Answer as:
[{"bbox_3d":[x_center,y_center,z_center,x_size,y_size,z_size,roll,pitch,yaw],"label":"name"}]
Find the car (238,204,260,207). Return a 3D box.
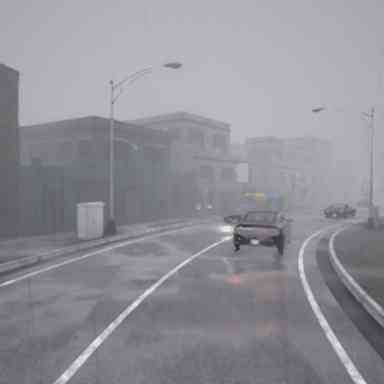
[{"bbox_3d":[4.197,1.554,24.089,2.033,1.411,5.357,1,0,33],"label":"car"}]

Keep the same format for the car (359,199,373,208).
[{"bbox_3d":[29.167,1.877,56.130,2.033,1.411,5.357,1,0,39],"label":"car"}]

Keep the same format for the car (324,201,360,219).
[{"bbox_3d":[14.057,1.765,31.322,1.895,1.301,4.718,1,0,38],"label":"car"}]

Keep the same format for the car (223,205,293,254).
[{"bbox_3d":[3.028,1.516,13.726,2.128,1.511,4.902,1,0,21],"label":"car"}]
